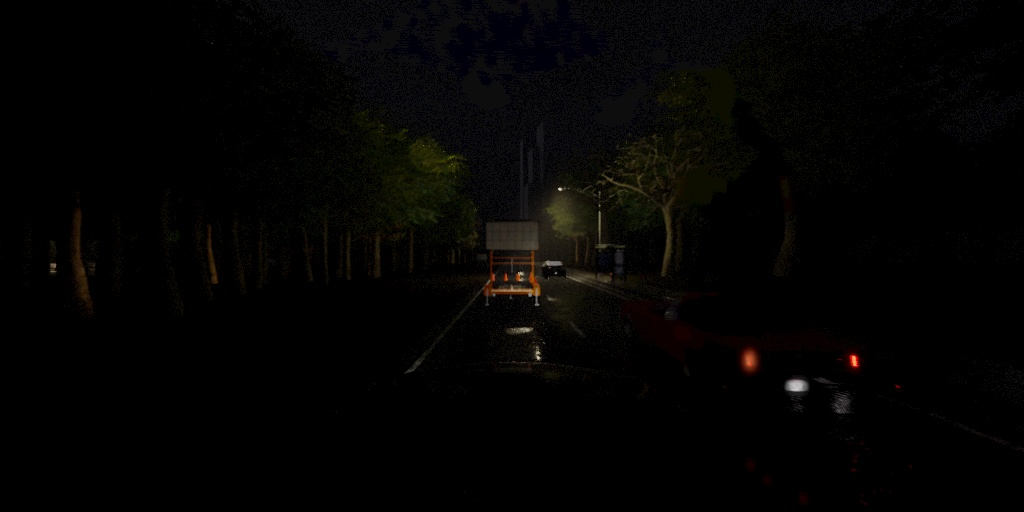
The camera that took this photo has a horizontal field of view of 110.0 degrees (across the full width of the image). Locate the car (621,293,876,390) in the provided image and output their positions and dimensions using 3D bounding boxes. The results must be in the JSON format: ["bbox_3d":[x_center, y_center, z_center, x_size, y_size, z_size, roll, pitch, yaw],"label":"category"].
[{"bbox_3d":[3.602,1.339,6.752,1.895,1.301,4.718,0,0,0],"label":"car"}]

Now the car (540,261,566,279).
[{"bbox_3d":[3.604,1.190,31.742,2.128,1.511,4.902,0,0,0],"label":"car"}]

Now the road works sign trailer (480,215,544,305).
[{"bbox_3d":[0.001,0.186,15.756,2.380,3.560,2.880,0,0,0],"label":"road works sign trailer"}]
